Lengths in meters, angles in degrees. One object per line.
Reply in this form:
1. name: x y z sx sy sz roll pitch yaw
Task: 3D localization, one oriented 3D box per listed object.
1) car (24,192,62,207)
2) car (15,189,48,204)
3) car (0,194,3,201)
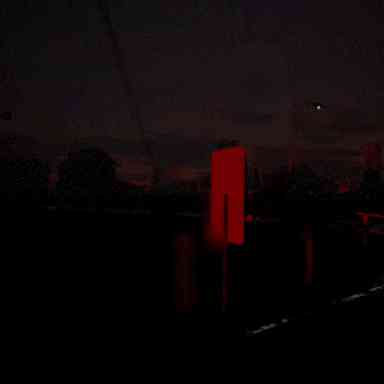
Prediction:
1. car: -16.523 0.970 37.310 4.181 1.385 1.994 1 0 33
2. car: -20.921 0.568 43.600 5.566 2.045 2.150 1 0 35
3. car: -30.375 0.695 49.992 4.902 1.511 2.128 1 0 35
